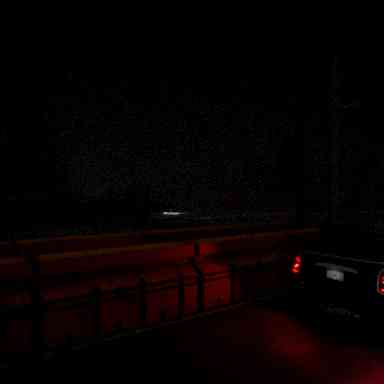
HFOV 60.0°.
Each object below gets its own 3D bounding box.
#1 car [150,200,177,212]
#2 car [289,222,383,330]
[{"bbox_3d":[-3.871,1.640,39.766,2.033,1.411,5.357,0,0,-36],"label":"car"},{"bbox_3d":[4.053,1.386,6.709,4.553,1.767,2.097,0,0,-36],"label":"car"}]
